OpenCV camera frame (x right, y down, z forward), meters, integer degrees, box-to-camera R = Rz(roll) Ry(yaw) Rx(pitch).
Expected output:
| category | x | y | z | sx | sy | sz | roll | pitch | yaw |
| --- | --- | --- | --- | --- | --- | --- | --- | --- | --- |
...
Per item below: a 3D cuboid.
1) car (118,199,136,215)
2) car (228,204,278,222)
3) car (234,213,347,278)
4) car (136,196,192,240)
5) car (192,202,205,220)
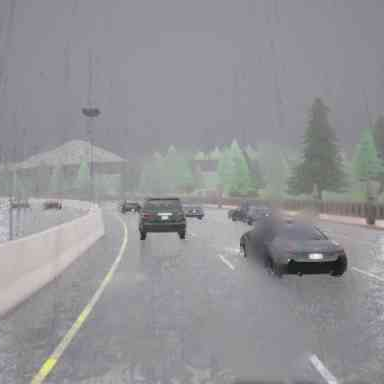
| category | x | y | z | sx | sy | sz | roll | pitch | yaw |
| --- | --- | --- | --- | --- | --- | --- | --- | --- | --- |
| car | -6.665 | 1.532 | 35.165 | 1.837 | 1.490 | 4.892 | 0 | 0 | -20 |
| car | 4.216 | 1.534 | 23.472 | 2.033 | 1.411 | 5.357 | 0 | 0 | -13 |
| car | 2.844 | 1.554 | 10.183 | 1.994 | 1.385 | 4.181 | 0 | 0 | -6 |
| car | -1.672 | 1.229 | 17.409 | 2.150 | 2.045 | 5.566 | 0 | 0 | -10 |
| car | -0.503 | 1.551 | 27.867 | 2.033 | 1.411 | 5.357 | 0 | 0 | -16 |
